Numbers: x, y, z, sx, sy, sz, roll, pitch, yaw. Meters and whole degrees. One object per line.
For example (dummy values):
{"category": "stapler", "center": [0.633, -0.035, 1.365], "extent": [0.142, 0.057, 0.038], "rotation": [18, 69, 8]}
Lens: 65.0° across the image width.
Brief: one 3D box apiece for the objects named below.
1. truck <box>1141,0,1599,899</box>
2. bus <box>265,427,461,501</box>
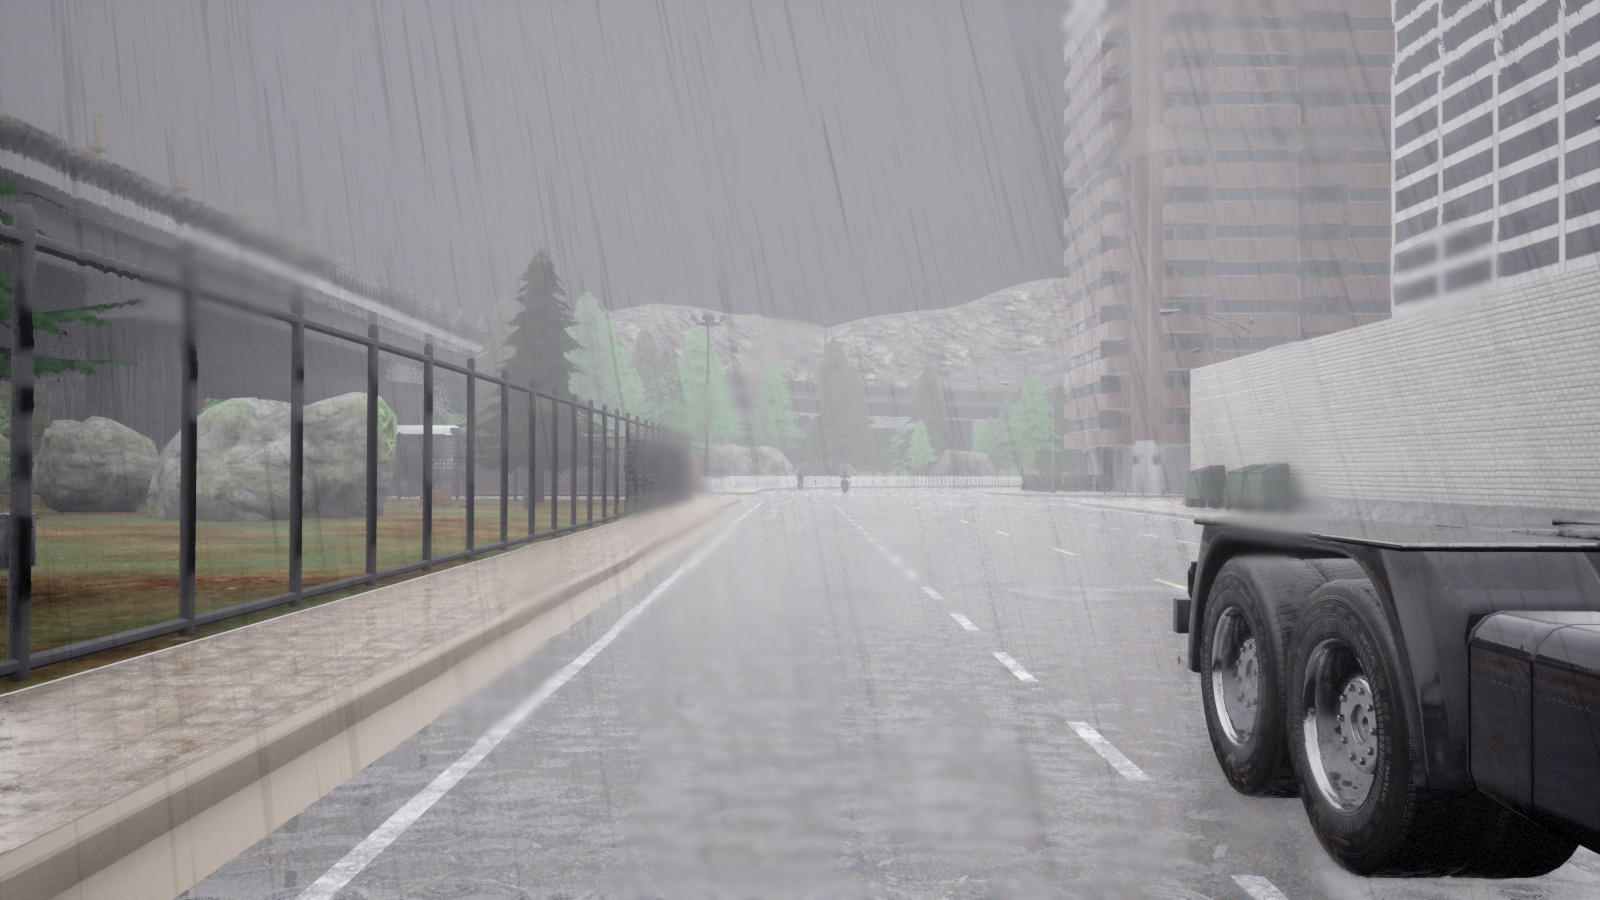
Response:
{"category": "truck", "center": [3.487, -0.123, 3.466], "extent": [2.891, 3.462, 7.936], "rotation": [0, -1, 0]}
{"category": "bus", "center": [-25.765, 0.844, 74.481], "extent": [10.273, 4.253, 3.944], "rotation": [0, -1, 0]}
